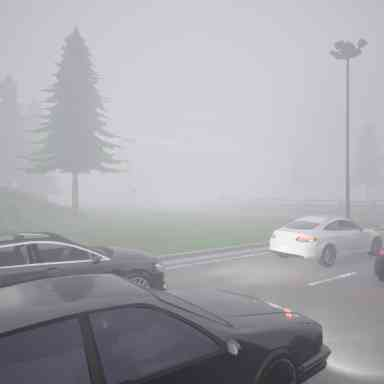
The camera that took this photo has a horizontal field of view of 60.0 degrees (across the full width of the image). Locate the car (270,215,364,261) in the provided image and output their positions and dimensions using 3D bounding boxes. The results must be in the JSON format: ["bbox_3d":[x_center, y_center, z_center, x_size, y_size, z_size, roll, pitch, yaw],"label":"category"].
[{"bbox_3d":[4.653,1.526,11.399,4.674,1.442,1.812,0,0,-35],"label":"car"}]

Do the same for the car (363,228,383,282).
[{"bbox_3d":[6.491,1.564,8.416,4.181,1.385,1.994,0,0,-35],"label":"car"}]

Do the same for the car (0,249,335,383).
[{"bbox_3d":[-1.013,1.547,3.022,5.357,1.411,2.033,0,0,-36],"label":"car"}]

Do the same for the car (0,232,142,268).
[{"bbox_3d":[-2.776,1.491,6.065,4.902,1.511,2.128,0,0,-35],"label":"car"}]
